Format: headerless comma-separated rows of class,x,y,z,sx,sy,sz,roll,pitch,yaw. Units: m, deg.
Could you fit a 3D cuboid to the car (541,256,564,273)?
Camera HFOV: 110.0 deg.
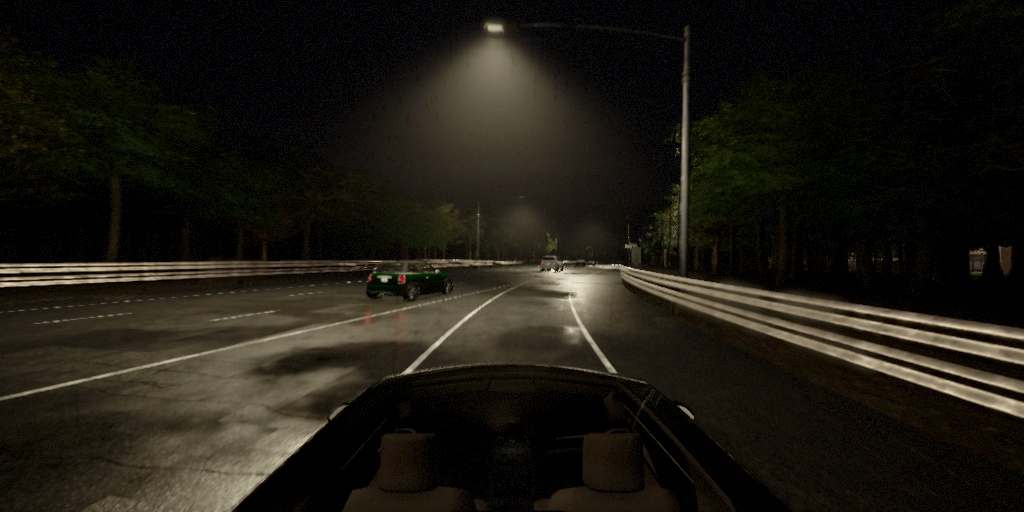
car,5.233,1.048,46.300,2.150,2.045,5.566,1,0,18

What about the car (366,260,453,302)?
car,-4.535,1.004,16.601,2.097,1.767,4.553,1,0,18
